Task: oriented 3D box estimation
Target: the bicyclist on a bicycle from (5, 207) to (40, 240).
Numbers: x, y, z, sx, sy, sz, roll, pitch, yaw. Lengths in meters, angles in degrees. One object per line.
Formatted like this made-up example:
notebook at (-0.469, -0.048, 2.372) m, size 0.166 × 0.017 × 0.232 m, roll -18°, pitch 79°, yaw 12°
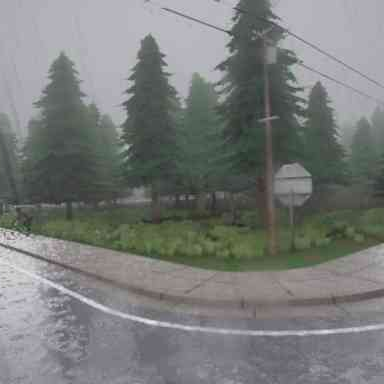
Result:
bicyclist on a bicycle at (-8.695, 1.600, 17.066) m, size 1.656 × 1.620 × 0.582 m, roll -3°, pitch 0°, yaw -43°
